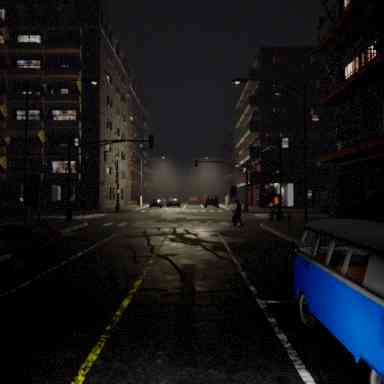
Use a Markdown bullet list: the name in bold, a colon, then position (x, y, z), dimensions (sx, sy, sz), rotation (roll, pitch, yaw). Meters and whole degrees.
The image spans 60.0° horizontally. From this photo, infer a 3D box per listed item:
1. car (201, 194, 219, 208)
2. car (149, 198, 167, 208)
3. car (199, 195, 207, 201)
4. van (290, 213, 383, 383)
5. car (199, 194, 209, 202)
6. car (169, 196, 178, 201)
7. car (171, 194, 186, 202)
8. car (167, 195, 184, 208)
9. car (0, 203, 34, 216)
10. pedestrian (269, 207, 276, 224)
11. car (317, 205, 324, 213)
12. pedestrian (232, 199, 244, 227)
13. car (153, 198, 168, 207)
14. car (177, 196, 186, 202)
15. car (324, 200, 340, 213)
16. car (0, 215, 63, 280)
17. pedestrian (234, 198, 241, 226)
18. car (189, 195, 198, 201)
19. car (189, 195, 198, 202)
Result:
- **car**: position (2.802, 1.355, 48.058), dimensions (2.192, 1.841, 5.009), rotation (1, 0, 0)
- **car**: position (-5.083, 1.606, 48.048), dimensions (1.947, 1.339, 4.313), rotation (1, 0, 0)
- **car**: position (2.973, 1.605, 86.980), dimensions (1.967, 1.590, 4.097), rotation (1, 0, 0)
- **van**: position (2.569, 1.343, 4.346), dimensions (1.690, 1.788, 3.998), rotation (1, 0, 0)
- **car**: position (2.950, 1.448, 81.416), dimensions (2.192, 1.841, 5.009), rotation (1, 0, 0)
- **car**: position (-4.908, 1.715, 86.980), dimensions (2.008, 1.369, 4.403), rotation (1, 0, 0)
- **car**: position (-2.516, 1.569, 63.221), dimensions (1.837, 1.490, 4.892), rotation (0, 0, 1)
- **car**: position (-2.623, 1.602, 48.303), dimensions (1.994, 1.385, 4.181), rotation (0, 0, 1)
- **car**: position (-17.111, 1.645, 30.407), dimensions (4.718, 1.301, 1.895), rotation (0, -1, 0)
- **pedestrian**: position (5.262, 1.537, 21.664), dimensions (0.500, 1.100, 0.500), rotation (1, -1, 0)
- **car**: position (15.076, 1.494, 33.135), dimensions (5.008, 1.535, 1.882), rotation (-1, -1, 1)
- **pedestrian**: position (2.878, 1.310, 21.081), dimensions (0.375, 1.860, 0.375), rotation (1, -1, 0)
- **car**: position (-5.058, 1.612, 53.609), dimensions (1.947, 1.339, 4.313), rotation (1, 0, 0)
- **car**: position (-2.396, 1.665, 78.085), dimensions (1.994, 1.385, 4.181), rotation (0, 0, 0)
- **car**: position (13.868, 1.454, 27.726), dimensions (4.403, 1.369, 2.008), rotation (0, -1, 0)
- **car**: position (-5.257, 1.588, 9.968), dimensions (1.802, 1.307, 4.206), rotation (1, 0, 0)
- **pedestrian**: position (3.037, 1.311, 22.280), dimensions (0.375, 1.860, 0.375), rotation (1, -1, 0)
- **car**: position (0.400, 1.527, 88.078), dimensions (2.128, 1.511, 4.902), rotation (0, 0, 0)
- **car**: position (0.353, 1.583, 77.653), dimensions (1.882, 1.535, 5.008), rotation (0, 0, 0)
